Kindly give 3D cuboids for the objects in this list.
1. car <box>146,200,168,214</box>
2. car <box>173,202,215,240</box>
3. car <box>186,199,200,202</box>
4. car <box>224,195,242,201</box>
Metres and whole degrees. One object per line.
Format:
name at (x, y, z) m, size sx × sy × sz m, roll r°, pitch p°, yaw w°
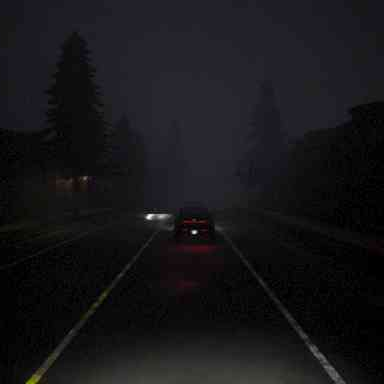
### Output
car at (-3.529, 1.479, 34.100) m, size 1.994 × 1.385 × 4.181 m, roll 0°, pitch 0°, yaw 1°
car at (0.106, 1.463, 16.716) m, size 1.837 × 1.490 × 4.892 m, roll 0°, pitch 0°, yaw 0°
car at (0.157, 1.504, 38.995) m, size 1.895 × 1.301 × 4.718 m, roll 0°, pitch 0°, yaw 1°
car at (9.206, 1.395, 74.424) m, size 1.895 × 1.301 × 4.718 m, roll 0°, pitch 0°, yaw 41°
